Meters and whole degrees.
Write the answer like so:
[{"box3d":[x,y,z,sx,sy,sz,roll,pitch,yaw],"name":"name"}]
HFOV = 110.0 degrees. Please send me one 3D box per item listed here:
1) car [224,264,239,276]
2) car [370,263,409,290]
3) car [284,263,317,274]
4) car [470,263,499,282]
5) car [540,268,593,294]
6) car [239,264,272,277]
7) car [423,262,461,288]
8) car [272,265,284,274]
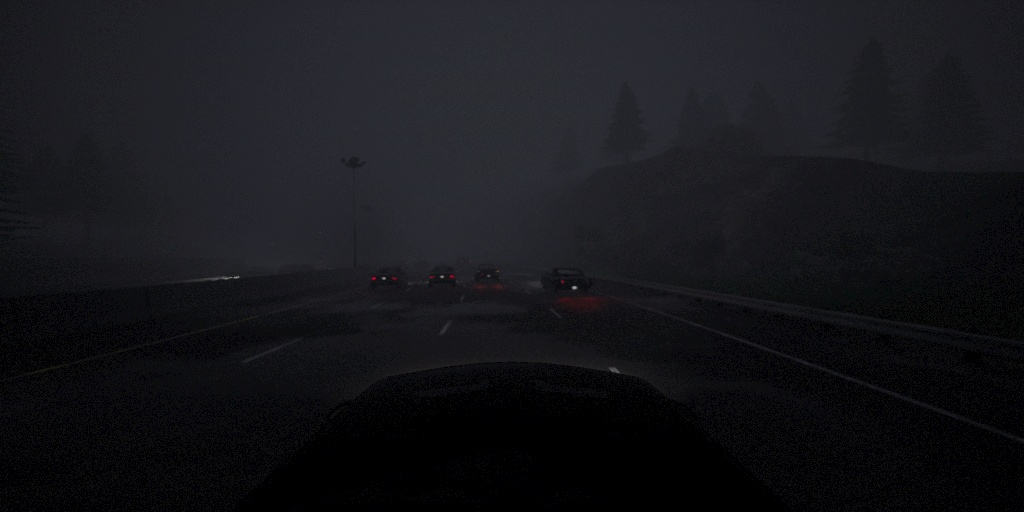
[{"box3d":[-35.600,1.819,46.623,2.128,1.511,4.902,-1,0,-19],"name":"car"},{"box3d":[-8.216,1.433,24.341,2.033,1.411,5.357,-1,0,-9],"name":"car"},{"box3d":[-22.094,1.635,38.077,1.812,1.442,4.674,-1,0,-14],"name":"car"},{"box3d":[-2.142,1.316,29.165,1.812,1.442,4.674,-1,0,-10],"name":"car"},{"box3d":[2.878,1.309,20.144,1.895,1.301,4.718,-1,0,-7],"name":"car"},{"box3d":[-30.908,1.851,43.738,1.895,1.301,4.718,-1,0,-17],"name":"car"},{"box3d":[-4.823,1.379,25.110,2.033,1.411,5.357,-1,0,-9],"name":"car"},{"box3d":[-27.632,1.690,44.827,2.128,1.511,4.902,-1,0,-17],"name":"car"}]
